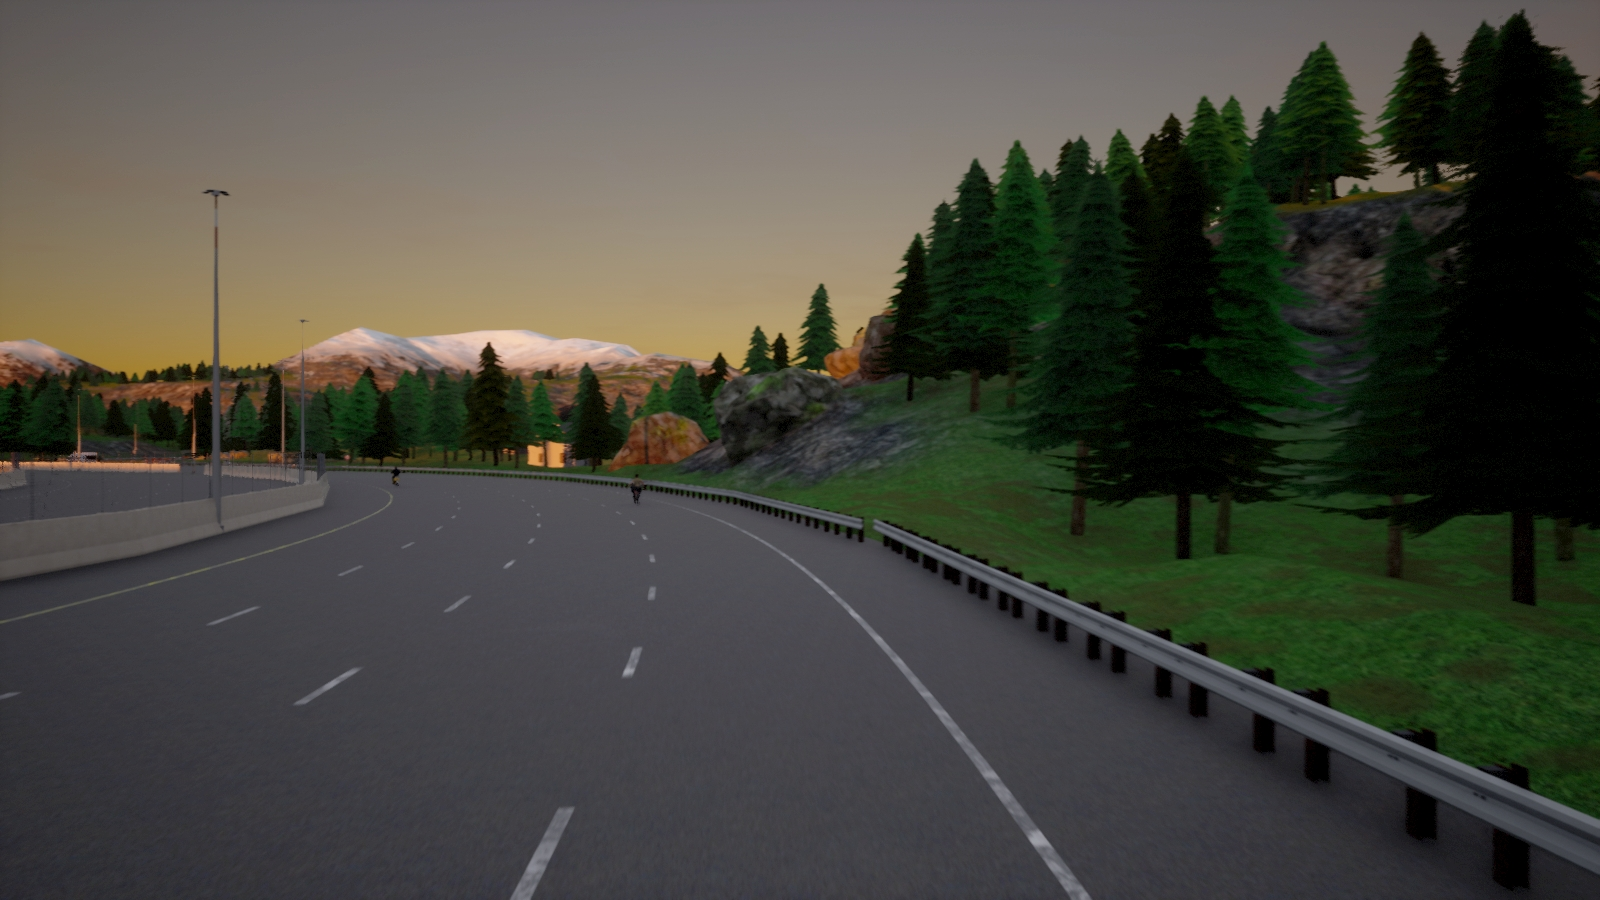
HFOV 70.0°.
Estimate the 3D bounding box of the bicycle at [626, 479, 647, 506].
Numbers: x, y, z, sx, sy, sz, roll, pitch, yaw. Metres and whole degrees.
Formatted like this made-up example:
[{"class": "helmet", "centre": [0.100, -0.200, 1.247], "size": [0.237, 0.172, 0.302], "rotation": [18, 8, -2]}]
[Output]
[{"class": "bicycle", "centre": [-8.307, 2.161, 58.083], "size": [0.859, 1.295, 1.487], "rotation": [0, 0, -16]}]
